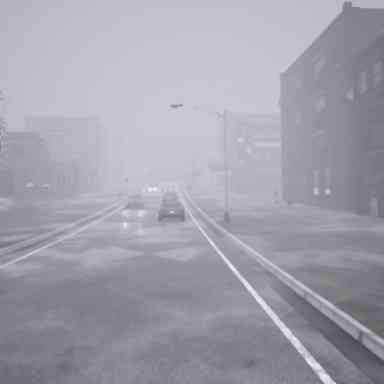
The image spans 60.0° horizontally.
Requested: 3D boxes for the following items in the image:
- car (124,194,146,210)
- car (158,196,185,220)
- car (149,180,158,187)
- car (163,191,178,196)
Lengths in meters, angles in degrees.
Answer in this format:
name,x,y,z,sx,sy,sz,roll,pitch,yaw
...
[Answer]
name,x,y,z,sx,sy,sz,roll,pitch,yaw
car,-5.942,0.979,35.084,1.837,1.490,4.892,-1,3,-4
car,-1.596,1.350,25.892,1.994,1.385,4.181,-1,2,-4
car,-8.695,-1.876,75.325,2.128,1.511,4.902,-1,4,-4
car,-2.802,0.588,43.061,1.994,1.385,4.181,-1,3,-4
